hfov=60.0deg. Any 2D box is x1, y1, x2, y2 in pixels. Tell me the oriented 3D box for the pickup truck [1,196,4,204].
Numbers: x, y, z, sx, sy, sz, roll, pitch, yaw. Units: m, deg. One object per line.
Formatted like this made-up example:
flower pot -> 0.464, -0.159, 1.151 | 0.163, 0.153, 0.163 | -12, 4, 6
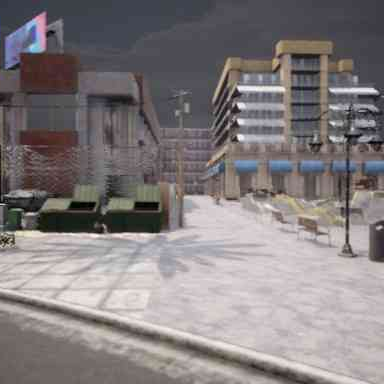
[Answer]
pickup truck -> -13.007, 0.829, 26.538 | 2.390, 2.098, 6.274 | 0, 0, -2
